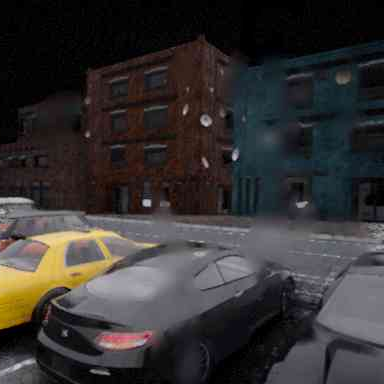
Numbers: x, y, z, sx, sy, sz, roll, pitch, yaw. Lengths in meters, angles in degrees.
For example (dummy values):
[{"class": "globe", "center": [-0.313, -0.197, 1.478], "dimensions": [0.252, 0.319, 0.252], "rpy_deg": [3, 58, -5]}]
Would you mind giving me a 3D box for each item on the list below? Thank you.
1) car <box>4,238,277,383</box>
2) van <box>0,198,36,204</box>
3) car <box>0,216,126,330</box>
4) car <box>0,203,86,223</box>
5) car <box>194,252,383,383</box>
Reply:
[{"class": "car", "center": [0.062, 1.503, 5.100], "dimensions": [2.002, 1.452, 4.674], "rpy_deg": [0, 0, 36]}, {"class": "van", "center": [-6.613, 1.182, 10.010], "dimensions": [1.878, 1.987, 4.442], "rpy_deg": [0, 0, 35]}, {"class": "car", "center": [-2.094, 1.441, 6.870], "dimensions": [1.946, 1.575, 5.366], "rpy_deg": [0, 0, 36]}, {"class": "car", "center": [-4.449, 1.300, 8.360], "dimensions": [2.185, 1.767, 4.553], "rpy_deg": [0, 0, 36]}, {"class": "car", "center": [2.333, 1.480, 3.489], "dimensions": [2.097, 1.535, 5.008], "rpy_deg": [0, 0, 36]}]
